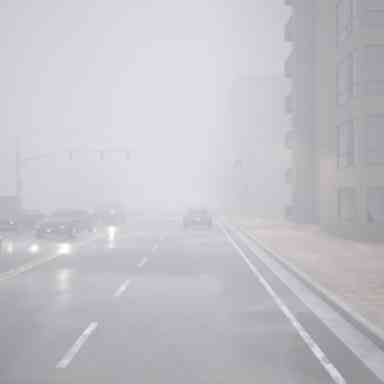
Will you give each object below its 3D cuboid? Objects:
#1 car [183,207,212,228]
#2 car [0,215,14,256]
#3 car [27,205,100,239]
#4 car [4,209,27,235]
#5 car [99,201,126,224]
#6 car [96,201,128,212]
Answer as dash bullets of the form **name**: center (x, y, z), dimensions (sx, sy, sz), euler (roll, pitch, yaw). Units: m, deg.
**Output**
- **car**: center (0.382, 1.737, 23.486), dimensions (1.994, 1.385, 4.181), euler (0, 0, 1)
- **car**: center (-7.002, 1.569, 8.693), dimensions (1.837, 1.490, 4.892), euler (0, -1, 1)
- **car**: center (-6.858, 1.639, 18.400), dimensions (1.837, 1.490, 4.892), euler (0, 0, 1)
- **car**: center (-10.325, 1.746, 19.944), dimensions (1.895, 1.301, 4.718), euler (0, 0, 1)
- **car**: center (-6.680, 1.546, 26.574), dimensions (2.097, 1.767, 4.553), euler (0, 0, 1)
- **car**: center (-10.993, 1.895, 45.420), dimensions (4.181, 1.385, 1.994), euler (0, -1, 35)
